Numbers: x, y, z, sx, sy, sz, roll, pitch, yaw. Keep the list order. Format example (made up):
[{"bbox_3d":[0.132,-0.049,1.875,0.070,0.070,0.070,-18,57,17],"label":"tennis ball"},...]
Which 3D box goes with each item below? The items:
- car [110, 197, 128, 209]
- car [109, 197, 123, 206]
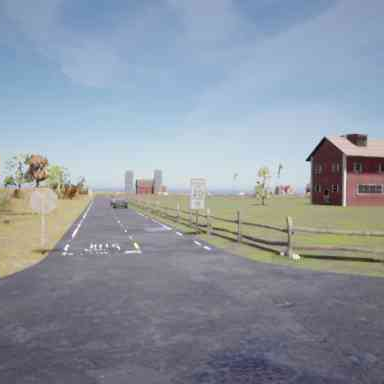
[{"bbox_3d":[-10.202,1.561,47.222,2.128,1.511,4.902,1,0,-16],"label":"car"},{"bbox_3d":[-13.043,1.628,56.893,2.033,1.411,5.357,1,0,-16],"label":"car"}]
